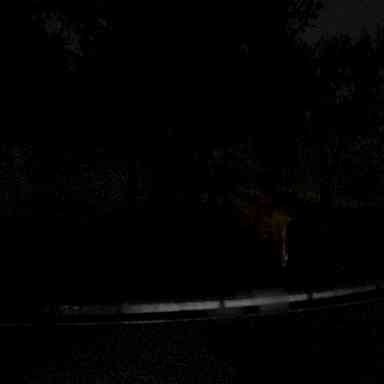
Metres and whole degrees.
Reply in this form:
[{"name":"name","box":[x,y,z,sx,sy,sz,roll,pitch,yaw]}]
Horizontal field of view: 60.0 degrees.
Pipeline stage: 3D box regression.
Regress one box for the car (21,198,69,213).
[{"name":"car","box":[-16.226,1.504,36.947,4.892,1.490,1.837,0,-1,-42]}]
